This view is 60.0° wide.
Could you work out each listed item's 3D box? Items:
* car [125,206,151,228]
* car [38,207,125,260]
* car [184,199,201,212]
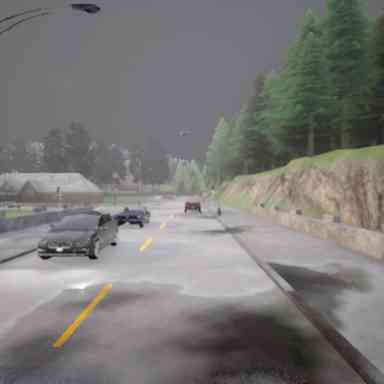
[{"bbox_3d":[-4.000,1.639,22.864,1.895,1.301,4.718,0,0,0],"label":"car"},{"bbox_3d":[-4.078,1.526,12.679,1.837,1.490,4.892,0,0,0],"label":"car"},{"bbox_3d":[0.095,1.543,39.535,1.882,1.535,5.008,0,0,0],"label":"car"}]
